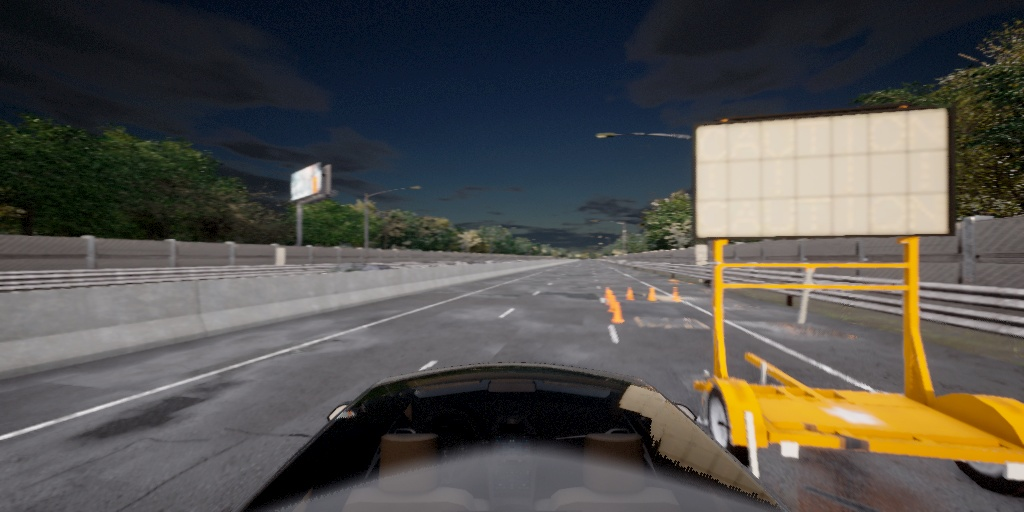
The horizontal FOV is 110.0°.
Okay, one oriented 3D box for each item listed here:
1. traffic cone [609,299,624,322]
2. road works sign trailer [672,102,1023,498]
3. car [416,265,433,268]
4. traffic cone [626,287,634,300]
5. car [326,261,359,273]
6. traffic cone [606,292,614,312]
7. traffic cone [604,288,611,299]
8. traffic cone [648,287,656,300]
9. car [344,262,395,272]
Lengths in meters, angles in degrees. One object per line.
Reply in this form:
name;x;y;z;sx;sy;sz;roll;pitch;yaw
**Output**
traffic cone;3.291;1.734;11.199;0.340;0.580;0.340;0;0;12
road works sign trailer;3.272;0.212;4.043;2.380;3.560;2.880;0;0;12
car;-8.386;1.535;33.417;1.895;1.301;4.718;0;0;12
traffic cone;5.531;1.753;16.854;0.340;0.580;0.340;0;0;12
car;-15.424;1.313;33.996;2.097;1.767;4.553;0;0;12
traffic cone;3.711;1.741;13.154;0.340;0.580;0.340;0;0;12
traffic cone;4.132;1.749;15.109;0.340;0.580;0.340;0;0;12
traffic cone;6.508;1.749;16.644;0.340;0.580;0.340;0;0;12
car;-12.225;1.487;32.267;2.033;1.411;5.357;0;0;12
